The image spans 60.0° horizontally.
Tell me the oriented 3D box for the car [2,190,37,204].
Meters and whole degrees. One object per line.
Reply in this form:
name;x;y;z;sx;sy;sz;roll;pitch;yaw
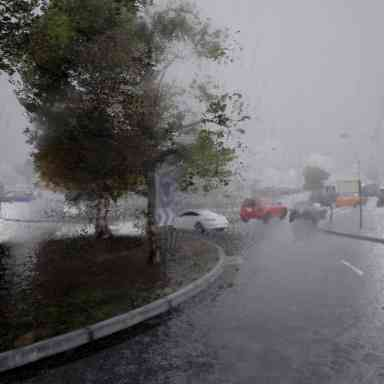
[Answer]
car;-27.381;0.954;52.929;2.097;1.535;5.008;4;3;38

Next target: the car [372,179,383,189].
car;36.927;-1.539;65.294;2.097;1.767;4.553;-1;3;35

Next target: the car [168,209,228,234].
car;0.272;1.837;21.497;1.812;1.442;4.674;1;-2;-40

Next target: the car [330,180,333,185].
car;30.630;-1.540;80.532;4.892;1.521;2.231;-3;2;15

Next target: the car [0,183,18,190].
car;-46.683;-1.377;83.206;1.946;1.575;5.366;5;4;37

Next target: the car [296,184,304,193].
car;18.466;-0.248;63.860;4.892;1.521;2.231;-3;2;19

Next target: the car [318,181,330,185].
car;28.955;-1.361;78.099;4.892;1.521;2.231;-3;2;15

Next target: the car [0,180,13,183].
car;-41.647;-1.044;75.823;2.435;2.045;5.566;4;3;37

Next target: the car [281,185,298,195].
car;16.606;-0.026;61.560;4.792;1.488;2.163;-3;2;19

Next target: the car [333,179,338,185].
car;33.906;-1.891;85.442;5.008;1.535;2.097;-3;2;14

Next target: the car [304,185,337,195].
car;15.709;0.626;39.030;2.150;2.045;5.566;-1;3;42

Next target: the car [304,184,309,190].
car;20.266;-0.399;66.204;4.674;1.452;2.002;-3;2;18

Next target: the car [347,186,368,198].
car;24.575;0.040;49.326;1.812;1.442;4.674;-1;3;40

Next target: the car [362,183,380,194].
car;30.727;-0.633;57.044;1.882;1.535;5.008;-1;3;37

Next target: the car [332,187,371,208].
car;17.632;0.733;36.703;2.097;1.767;4.553;-1;3;42

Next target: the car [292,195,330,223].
car;9.716;1.468;27.521;2.097;1.767;4.553;-2;1;35

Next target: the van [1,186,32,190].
van;-28.873;0.535;55.557;1.878;1.987;4.442;4;3;38

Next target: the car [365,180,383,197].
car;25.201;-0.146;45.442;2.150;2.045;5.566;-1;3;42

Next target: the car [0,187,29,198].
car;-33.703;0.054;63.078;2.185;1.767;4.553;4;3;38

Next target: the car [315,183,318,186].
car;23.767;-0.937;70.918;4.553;1.767;2.185;-3;2;17

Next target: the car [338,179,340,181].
car;35.540;-2.062;87.907;5.008;1.535;2.097;-3;2;14

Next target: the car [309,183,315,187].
car;22.050;-0.627;68.543;5.008;1.535;2.097;-3;2;18

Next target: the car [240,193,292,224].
car;6.107;1.461;28.082;2.150;2.045;5.566;-1;1;37
